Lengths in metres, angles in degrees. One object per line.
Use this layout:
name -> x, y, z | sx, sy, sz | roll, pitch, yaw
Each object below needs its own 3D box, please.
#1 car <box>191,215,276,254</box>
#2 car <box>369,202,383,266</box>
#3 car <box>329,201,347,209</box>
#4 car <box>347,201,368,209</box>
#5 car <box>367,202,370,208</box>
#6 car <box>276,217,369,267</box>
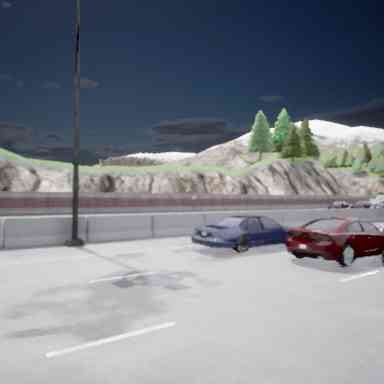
car -> 2.539, 1.690, 14.254 | 5.357, 1.411, 2.033 | 1, -1, -35
car -> 7.446, 1.380, 9.146 | 5.566, 2.045, 2.150 | 1, 0, -35
car -> 25.285, 2.272, 56.916 | 4.674, 1.442, 1.812 | 1, -1, -39
car -> 27.921, 2.262, 54.605 | 4.892, 1.490, 1.837 | 1, 0, -39
car -> 29.830, 2.248, 51.677 | 4.902, 1.511, 2.128 | 1, -1, -39
car -> 5.593, 1.638, 12.121 | 5.008, 1.535, 1.882 | 1, -1, -35
